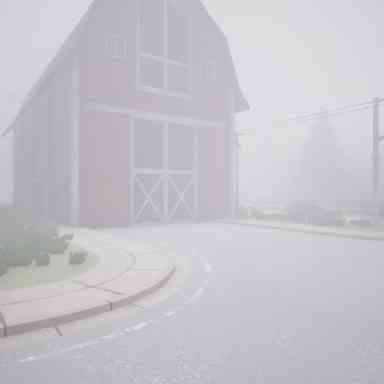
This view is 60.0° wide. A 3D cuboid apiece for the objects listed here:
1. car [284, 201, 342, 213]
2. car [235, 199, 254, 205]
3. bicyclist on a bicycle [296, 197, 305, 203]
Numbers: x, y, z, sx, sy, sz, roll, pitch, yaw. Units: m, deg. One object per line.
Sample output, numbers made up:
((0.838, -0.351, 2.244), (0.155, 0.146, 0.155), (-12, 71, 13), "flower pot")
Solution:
((10.964, 1.574, 30.625), (2.033, 1.411, 5.357), (0, 0, -35), "car")
((5.415, 1.552, 38.675), (1.812, 1.442, 4.674), (0, 0, -34), "car")
((13.285, 1.322, 40.249), (1.656, 1.620, 0.582), (46, -25, -24), "bicyclist on a bicycle")
